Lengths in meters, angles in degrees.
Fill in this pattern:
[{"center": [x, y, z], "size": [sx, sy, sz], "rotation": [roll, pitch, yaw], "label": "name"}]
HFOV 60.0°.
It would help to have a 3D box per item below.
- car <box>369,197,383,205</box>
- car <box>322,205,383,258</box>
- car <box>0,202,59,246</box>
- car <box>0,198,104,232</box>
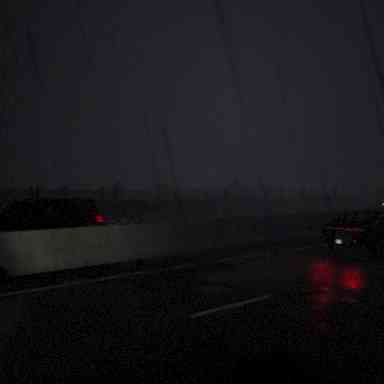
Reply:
[{"center": [23.695, 1.330, 40.749], "size": [5.008, 1.535, 1.882], "rotation": [0, 0, -33], "label": "car"}, {"center": [6.981, 1.449, 12.618], "size": [4.902, 1.511, 2.128], "rotation": [0, 0, -34], "label": "car"}, {"center": [-8.615, 1.404, 14.894], "size": [4.553, 1.767, 2.097], "rotation": [0, 0, -36], "label": "car"}, {"center": [-6.101, 1.259, 12.434], "size": [5.566, 2.045, 2.150], "rotation": [0, 0, -36], "label": "car"}]
